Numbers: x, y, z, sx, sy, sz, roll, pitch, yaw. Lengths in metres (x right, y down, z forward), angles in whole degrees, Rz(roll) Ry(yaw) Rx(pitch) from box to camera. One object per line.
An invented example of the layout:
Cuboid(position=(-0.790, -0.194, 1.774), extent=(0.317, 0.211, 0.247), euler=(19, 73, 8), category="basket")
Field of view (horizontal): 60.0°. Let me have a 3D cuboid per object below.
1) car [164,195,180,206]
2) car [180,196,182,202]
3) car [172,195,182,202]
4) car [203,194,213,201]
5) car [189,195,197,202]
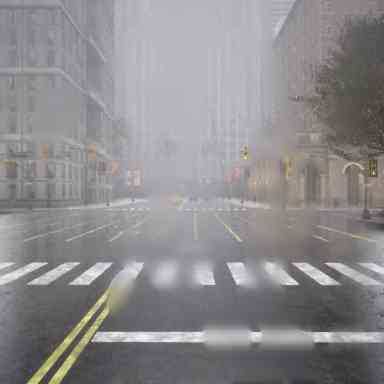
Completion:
Cuboid(position=(-3.547, 1.483, 55.508), extent=(1.882, 1.535, 5.008), euler=(0, 0, 0), category="car")
Cuboid(position=(-3.464, 1.484, 64.818), extent=(1.882, 1.535, 5.008), euler=(0, 0, 1), category="car")
Cuboid(position=(-3.303, 1.486, 75.042), extent=(1.882, 1.535, 5.008), euler=(0, 0, 1), category="car")
Cuboid(position=(3.736, 1.288, 78.487), extent=(2.097, 1.767, 4.553), euler=(0, 0, 1), category="car")
Cuboid(position=(0.236, 1.458, 78.555), extent=(2.128, 1.511, 4.902), euler=(0, 0, 1), category="car")
